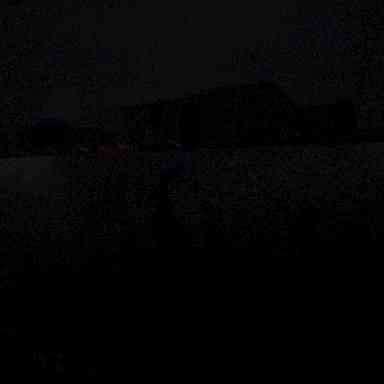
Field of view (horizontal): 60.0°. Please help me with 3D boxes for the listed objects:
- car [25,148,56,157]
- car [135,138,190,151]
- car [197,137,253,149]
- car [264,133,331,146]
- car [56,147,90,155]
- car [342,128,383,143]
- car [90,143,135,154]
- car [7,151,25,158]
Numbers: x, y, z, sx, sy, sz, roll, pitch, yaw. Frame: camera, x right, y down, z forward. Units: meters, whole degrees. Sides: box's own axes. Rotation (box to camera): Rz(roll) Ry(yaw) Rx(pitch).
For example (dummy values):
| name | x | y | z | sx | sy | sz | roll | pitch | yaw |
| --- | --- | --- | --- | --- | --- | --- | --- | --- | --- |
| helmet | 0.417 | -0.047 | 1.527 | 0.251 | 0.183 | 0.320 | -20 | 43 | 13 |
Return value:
| name | x | y | z | sx | sy | sz | roll | pitch | yaw |
| --- | --- | --- | --- | --- | --- | --- | --- | --- | --- |
| car | -16.410 | -4.234 | 38.128 | 4.892 | 1.521 | 2.231 | 2 | 1 | 34 |
| car | -2.298 | -3.931 | 29.356 | 4.553 | 1.767 | 2.185 | 2 | 1 | 31 |
| car | 2.693 | -3.627 | 26.557 | 4.792 | 1.488 | 2.163 | 2 | 1 | 29 |
| car | 7.556 | -3.474 | 23.951 | 4.674 | 1.452 | 2.002 | 2 | 1 | 28 |
| car | -11.764 | -4.054 | 35.100 | 4.674 | 1.452 | 2.002 | 2 | 1 | 33 |
| car | 12.388 | -3.371 | 21.493 | 4.892 | 1.521 | 2.231 | 2 | 1 | 27 |
| car | -7.052 | -3.950 | 32.172 | 5.008 | 1.535 | 2.097 | 2 | 1 | 32 |
| car | -20.976 | -4.355 | 41.227 | 4.892 | 1.521 | 2.231 | 1 | 1 | 34 |
